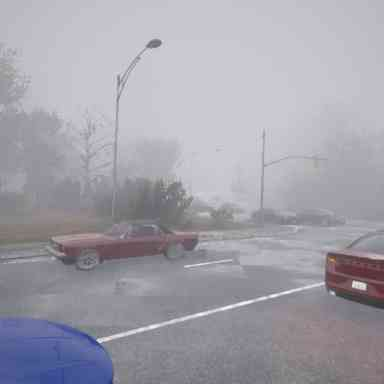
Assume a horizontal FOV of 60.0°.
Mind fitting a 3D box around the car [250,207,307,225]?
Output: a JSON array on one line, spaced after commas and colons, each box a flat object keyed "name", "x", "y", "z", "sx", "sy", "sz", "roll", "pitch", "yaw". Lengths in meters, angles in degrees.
[{"name": "car", "x": 7.421, "y": 2.118, "z": 30.061, "sx": 2.033, "sy": 1.411, "sz": 5.357, "roll": 3, "pitch": -1, "yaw": -24}]

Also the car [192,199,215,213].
[{"name": "car", "x": 1.514, "y": 2.029, "z": 44.839, "sx": 1.895, "sy": 1.301, "sz": 4.718, "roll": 3, "pitch": 0, "yaw": -18}]

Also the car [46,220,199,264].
[{"name": "car", "x": -2.175, "y": 1.624, "z": 10.949, "sx": 4.718, "sy": 1.301, "sz": 1.895, "roll": 1, "pitch": 0, "yaw": -34}]

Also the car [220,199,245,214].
[{"name": "car", "x": 5.317, "y": 2.113, "z": 44.575, "sx": 1.837, "sy": 1.490, "sz": 4.892, "roll": 2, "pitch": 0, "yaw": -19}]

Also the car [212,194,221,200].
[{"name": "car", "x": 5.839, "y": 1.109, "z": 79.176, "sx": 2.033, "sy": 1.411, "sz": 5.357, "roll": 2, "pitch": 2, "yaw": -1}]

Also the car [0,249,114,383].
[{"name": "car", "x": -2.863, "y": 1.478, "z": 1.700, "sx": 5.008, "sy": 1.535, "sz": 1.882, "roll": 0, "pitch": 0, "yaw": -36}]

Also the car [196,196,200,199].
[{"name": "car", "x": 0.610, "y": 1.502, "z": 62.807, "sx": 2.033, "sy": 1.411, "sz": 5.357, "roll": 2, "pitch": 2, "yaw": -10}]

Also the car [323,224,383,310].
[{"name": "car", "x": 4.992, "y": 1.555, "z": 7.347, "sx": 5.008, "sy": 1.535, "sz": 1.882, "roll": 1, "pitch": -1, "yaw": -35}]

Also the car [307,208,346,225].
[{"name": "car", "x": 11.487, "y": 2.225, "z": 30.022, "sx": 1.837, "sy": 1.490, "sz": 4.892, "roll": 3, "pitch": -2, "yaw": -26}]
